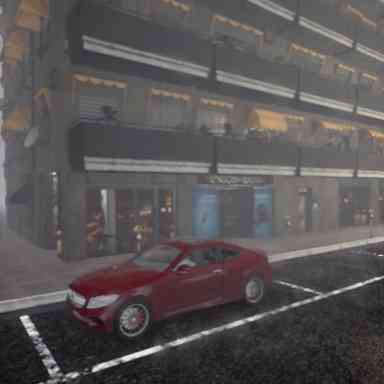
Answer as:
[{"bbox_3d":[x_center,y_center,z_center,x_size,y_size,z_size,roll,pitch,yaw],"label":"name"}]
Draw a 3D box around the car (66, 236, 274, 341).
[{"bbox_3d":[-0.192,1.568,6.429,4.206,1.307,1.802,0,0,-35],"label":"car"}]
